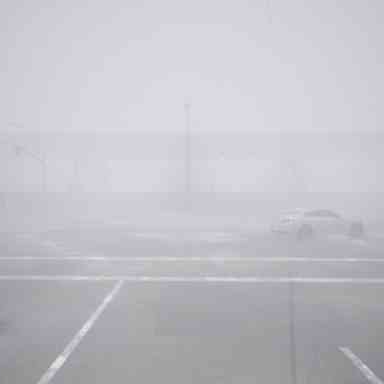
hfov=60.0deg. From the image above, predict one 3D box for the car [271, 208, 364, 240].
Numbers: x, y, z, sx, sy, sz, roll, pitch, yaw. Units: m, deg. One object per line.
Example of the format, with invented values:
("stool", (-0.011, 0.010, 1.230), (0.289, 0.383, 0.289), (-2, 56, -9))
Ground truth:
("car", (6.174, 1.495, 16.420), (4.674, 1.442, 1.812), (0, -1, -17))
